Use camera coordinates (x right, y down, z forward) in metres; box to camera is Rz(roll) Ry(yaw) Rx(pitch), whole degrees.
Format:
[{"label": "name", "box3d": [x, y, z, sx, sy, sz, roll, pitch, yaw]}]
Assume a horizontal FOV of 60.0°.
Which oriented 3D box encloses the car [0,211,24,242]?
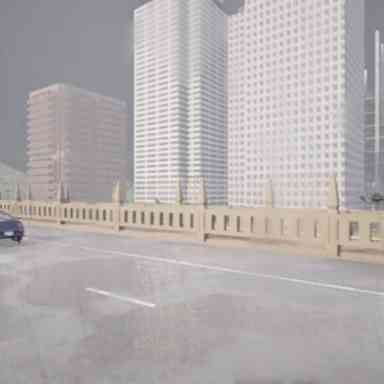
[{"label": "car", "box3d": [-9.332, 1.522, 14.917, 4.674, 1.442, 1.812, 0, 0, 35]}]
